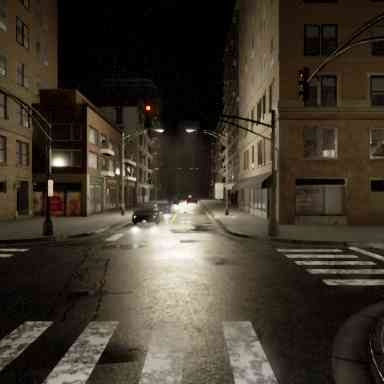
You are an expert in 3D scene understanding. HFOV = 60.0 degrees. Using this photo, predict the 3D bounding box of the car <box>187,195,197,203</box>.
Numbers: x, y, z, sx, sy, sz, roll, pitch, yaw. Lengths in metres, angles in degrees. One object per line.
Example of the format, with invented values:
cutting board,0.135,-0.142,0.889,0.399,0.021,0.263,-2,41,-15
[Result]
car,0.007,1.445,69.617,2.128,1.511,4.902,0,0,0

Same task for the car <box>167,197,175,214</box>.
car,-3.143,1.546,34.768,1.994,1.385,4.181,0,0,0

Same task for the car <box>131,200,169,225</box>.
car,-3.132,1.538,24.521,2.033,1.411,5.357,0,0,0

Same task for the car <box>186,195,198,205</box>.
car,0.022,1.453,59.253,2.128,1.511,4.902,0,0,0

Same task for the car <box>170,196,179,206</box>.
car,-3.110,1.457,55.005,2.128,1.511,4.902,0,0,1
